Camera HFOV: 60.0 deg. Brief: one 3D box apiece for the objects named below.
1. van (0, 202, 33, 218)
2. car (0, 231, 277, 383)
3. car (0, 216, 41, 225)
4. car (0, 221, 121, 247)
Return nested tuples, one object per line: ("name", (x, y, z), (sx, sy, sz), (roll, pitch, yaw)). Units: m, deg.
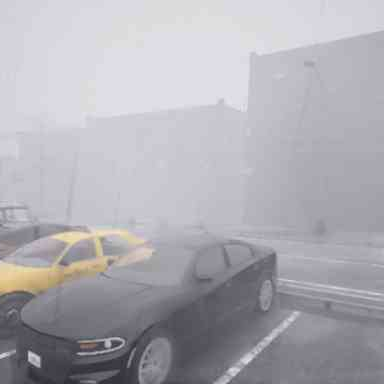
("van", (-6.994, 1.340, 10.533), (1.878, 1.987, 4.442), (-1, 0, 36))
("car", (-0.215, 1.501, 5.558), (2.097, 1.535, 5.008), (-1, 0, 36))
("car", (-4.795, 1.574, 8.785), (2.163, 1.488, 4.792), (-1, 0, 36))
("car", (-2.605, 1.519, 7.029), (1.946, 1.575, 5.366), (-1, 0, 36))
